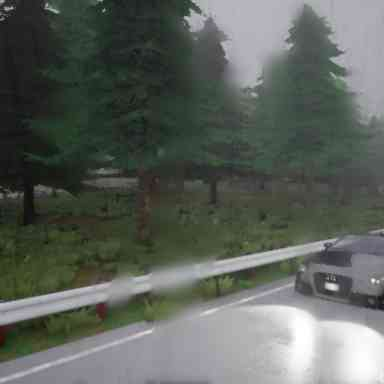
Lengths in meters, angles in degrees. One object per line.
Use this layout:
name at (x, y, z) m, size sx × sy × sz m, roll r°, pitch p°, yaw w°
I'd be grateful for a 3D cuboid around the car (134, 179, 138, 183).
car at (-8.565, -1.426, 54.075) m, size 1.895 × 1.301 × 4.718 m, roll -2°, pitch 3°, yaw 42°

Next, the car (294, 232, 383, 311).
car at (4.230, 1.669, 7.833) m, size 4.181 × 1.385 × 1.994 m, roll 0°, pitch -1°, yaw -41°
